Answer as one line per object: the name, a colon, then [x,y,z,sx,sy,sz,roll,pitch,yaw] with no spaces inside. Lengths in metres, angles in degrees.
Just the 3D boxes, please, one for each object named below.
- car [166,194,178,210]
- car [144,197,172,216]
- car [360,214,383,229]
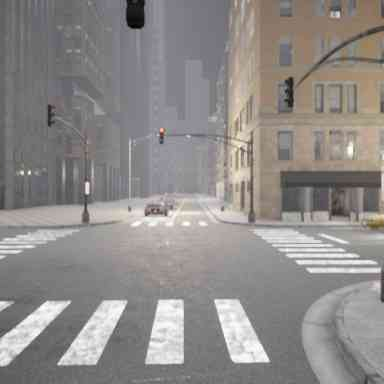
car: [-3.153,1.335,40.149,2.128,1.511,4.902,0,0,0]
car: [-3.144,1.445,30.295,1.994,1.385,4.181,0,0,0]
car: [12.085,1.439,18.683,4.829,1.417,1.752,0,0,-1]
